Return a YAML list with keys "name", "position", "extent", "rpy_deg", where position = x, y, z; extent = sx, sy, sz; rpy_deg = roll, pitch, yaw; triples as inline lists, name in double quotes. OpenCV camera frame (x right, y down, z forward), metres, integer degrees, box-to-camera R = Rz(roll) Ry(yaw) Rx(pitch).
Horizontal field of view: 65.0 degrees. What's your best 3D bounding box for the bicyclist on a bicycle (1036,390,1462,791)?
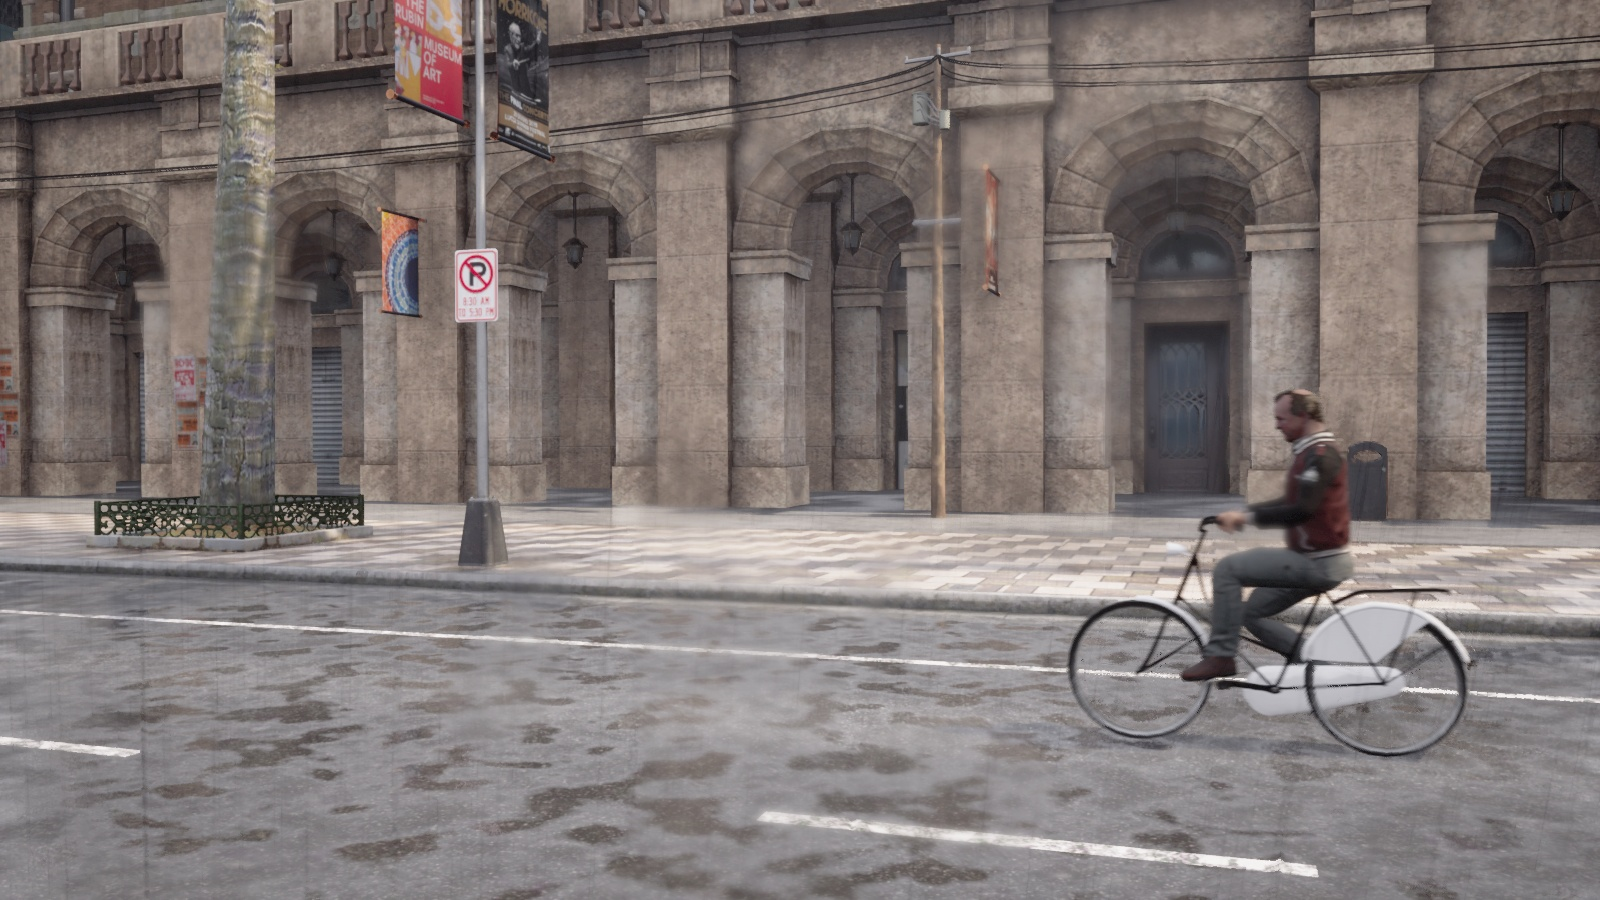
- name: "bicyclist on a bicycle"
  position: [2.144, 0.606, 6.162]
  extent: [1.843, 1.776, 0.659]
  rpy_deg: [1, 1, 19]
